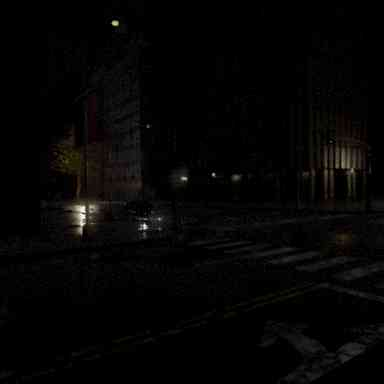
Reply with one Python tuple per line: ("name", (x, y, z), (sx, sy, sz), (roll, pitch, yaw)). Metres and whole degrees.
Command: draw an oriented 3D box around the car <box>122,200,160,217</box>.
("car", (-4.793, 1.510, 30.681), (1.837, 1.490, 4.892), (-1, 2, -36))
